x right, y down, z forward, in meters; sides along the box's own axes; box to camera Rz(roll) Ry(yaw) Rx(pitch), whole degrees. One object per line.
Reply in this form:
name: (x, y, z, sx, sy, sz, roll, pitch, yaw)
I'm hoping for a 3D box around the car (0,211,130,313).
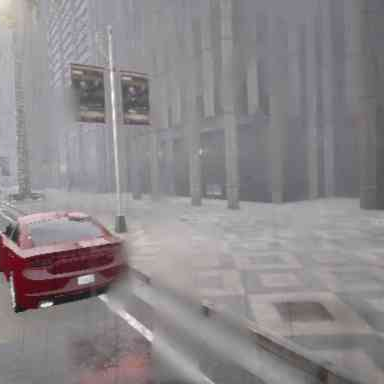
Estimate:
car: (-3.063, 1.163, 7.267, 1.882, 1.535, 5.008, -5, 4, -34)
